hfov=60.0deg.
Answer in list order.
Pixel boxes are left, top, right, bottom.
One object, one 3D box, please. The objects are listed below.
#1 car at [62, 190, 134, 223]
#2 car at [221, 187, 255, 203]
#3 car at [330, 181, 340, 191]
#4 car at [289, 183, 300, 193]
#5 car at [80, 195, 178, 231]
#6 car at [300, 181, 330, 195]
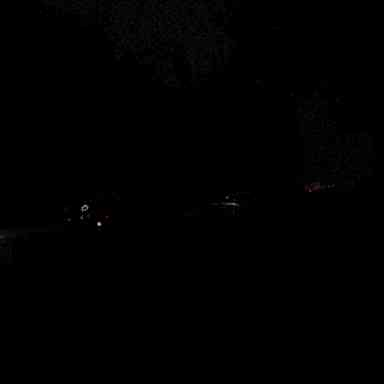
[{"bbox_3d":[-4.938,0.734,18.762,2.097,1.767,4.553,0,3,37],"label":"car"},{"bbox_3d":[4.329,0.242,31.361,1.994,1.385,4.181,0,3,36],"label":"car"},{"bbox_3d":[20.969,-0.929,49.977,2.033,1.411,5.357,0,3,32],"label":"car"},{"bbox_3d":[15.301,-0.614,46.689,2.033,1.411,5.357,0,3,33],"label":"car"},{"bbox_3d":[-2.784,1.019,16.440,1.895,1.301,4.718,0,3,36],"label":"car"},{"bbox_3d":[15.345,-0.458,41.337,1.812,1.442,4.674,0,3,35],"label":"car"}]
